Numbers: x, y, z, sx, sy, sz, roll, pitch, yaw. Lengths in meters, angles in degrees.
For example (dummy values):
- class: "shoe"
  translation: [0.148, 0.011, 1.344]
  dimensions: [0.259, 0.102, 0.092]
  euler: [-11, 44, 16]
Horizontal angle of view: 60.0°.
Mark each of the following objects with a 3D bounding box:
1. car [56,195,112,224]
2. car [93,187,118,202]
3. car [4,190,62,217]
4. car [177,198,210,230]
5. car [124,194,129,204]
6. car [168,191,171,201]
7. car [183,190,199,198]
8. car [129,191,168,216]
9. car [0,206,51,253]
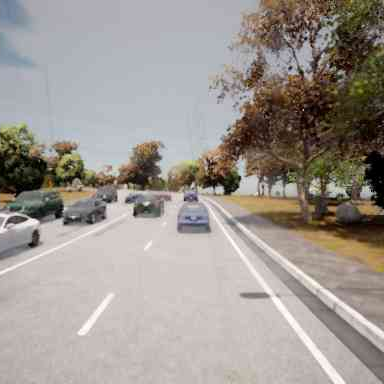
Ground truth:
- class: "car"
  translation: [-7.032, 1.222, 22.236]
  dimensions: [1.837, 1.490, 4.892]
  euler: [0, 2, 0]
- class: "car"
  translation: [-10.594, 0.408, 40.983]
  dimensions: [2.150, 2.045, 5.566]
  euler: [0, 2, -1]
- class: "car"
  translation: [-10.521, 0.930, 22.489]
  dimensions: [2.150, 2.045, 5.566]
  euler: [0, 2, 0]
- class: "car"
  translation: [0.084, 1.337, 19.742]
  dimensions: [2.033, 1.411, 5.357]
  euler: [0, 2, 0]
- class: "car"
  translation: [-7.099, 0.737, 41.077]
  dimensions: [1.895, 1.301, 4.718]
  euler: [0, 2, -1]
- class: "car"
  translation: [-3.834, 0.512, 46.316]
  dimensions: [1.895, 1.301, 4.718]
  euler: [0, 2, -3]
- class: "car"
  translation: [-0.221, 0.517, 44.147]
  dimensions: [1.812, 1.442, 4.674]
  euler: [0, 2, -3]
- class: "car"
  translation: [-3.424, 0.910, 27.067]
  dimensions: [2.097, 1.767, 4.553]
  euler: [0, 2, 0]
- class: "car"
  translation: [-7.090, 1.476, 11.949]
  dimensions: [1.812, 1.442, 4.674]
  euler: [0, 1, 0]
